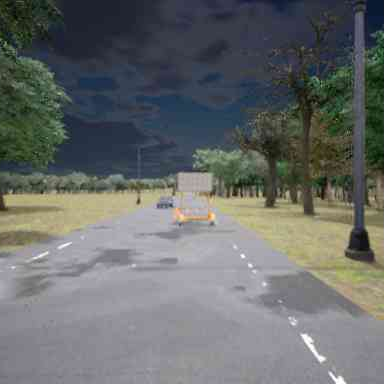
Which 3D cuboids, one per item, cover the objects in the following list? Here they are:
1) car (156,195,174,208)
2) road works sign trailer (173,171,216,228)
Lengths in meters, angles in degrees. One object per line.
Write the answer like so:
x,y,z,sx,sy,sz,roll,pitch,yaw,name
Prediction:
-3.590,1.236,44.912,2.097,1.767,4.553,0,0,0,car
0.189,0.397,21.977,2.380,3.560,2.880,0,0,-8,road works sign trailer
